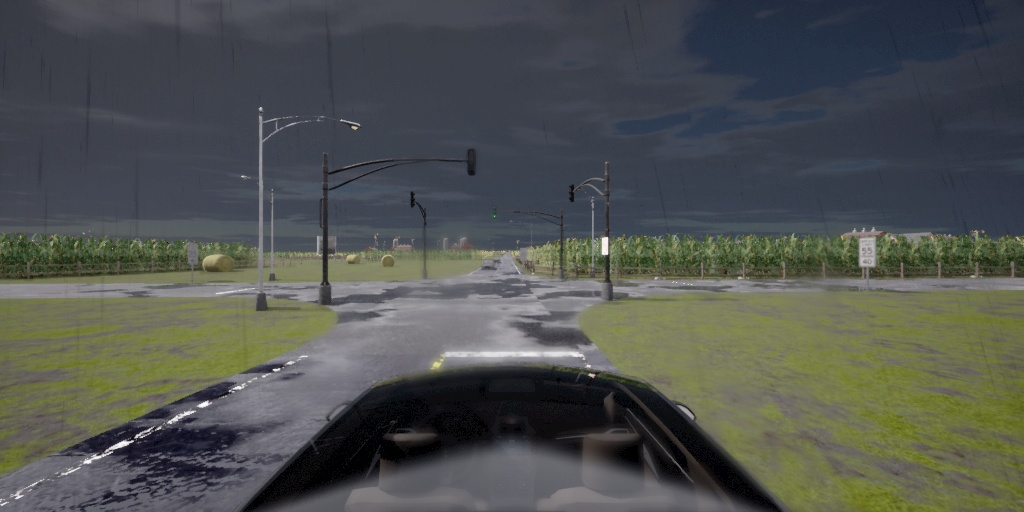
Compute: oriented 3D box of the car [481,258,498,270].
[{"bbox_3d":[-3.342,1.265,51.013,1.837,1.490,4.892,0,2,-1],"label":"car"}]
